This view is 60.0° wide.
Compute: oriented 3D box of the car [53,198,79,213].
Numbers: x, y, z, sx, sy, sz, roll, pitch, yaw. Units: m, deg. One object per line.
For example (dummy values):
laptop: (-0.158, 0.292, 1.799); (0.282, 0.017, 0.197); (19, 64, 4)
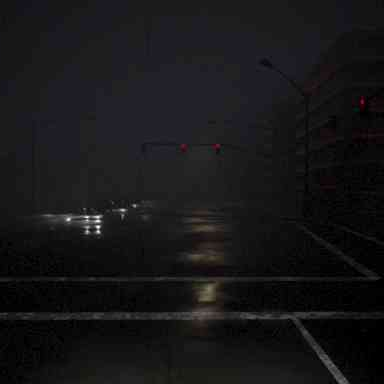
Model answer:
car: (-13.000, 1.346, 35.436); (1.882, 1.535, 5.008); (0, 1, 1)

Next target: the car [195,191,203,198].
car: (1.616, 0.609, 75.807); (1.837, 1.490, 4.892); (0, 1, 1)

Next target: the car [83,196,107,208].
car: (-12.887, 1.302, 44.426); (1.994, 1.385, 4.181); (0, 1, 0)

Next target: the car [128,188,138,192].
car: (-12.462, 0.293, 69.693); (2.150, 2.045, 5.566); (0, 1, 1)

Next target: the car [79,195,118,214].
car: (-9.512, 1.369, 34.369); (2.128, 1.511, 4.902); (0, 1, 1)

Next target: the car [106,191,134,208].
car: (-9.394, 1.106, 43.410); (2.097, 1.767, 4.553); (0, 1, 1)

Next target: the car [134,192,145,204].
car: (-9.270, 1.132, 53.055); (2.033, 1.411, 5.357); (0, 1, 1)

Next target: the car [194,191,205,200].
car: (1.489, 0.711, 65.761); (2.097, 1.767, 4.553); (0, 1, 1)

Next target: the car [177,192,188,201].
car: (-1.921, 0.917, 65.246); (2.033, 1.411, 5.357); (0, 1, 1)

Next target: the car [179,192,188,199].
car: (-1.882, 0.742, 75.897); (2.033, 1.411, 5.357); (0, 1, 1)

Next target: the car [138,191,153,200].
car: (-9.001, 0.883, 67.256); (2.033, 1.411, 5.357); (0, 1, 1)
